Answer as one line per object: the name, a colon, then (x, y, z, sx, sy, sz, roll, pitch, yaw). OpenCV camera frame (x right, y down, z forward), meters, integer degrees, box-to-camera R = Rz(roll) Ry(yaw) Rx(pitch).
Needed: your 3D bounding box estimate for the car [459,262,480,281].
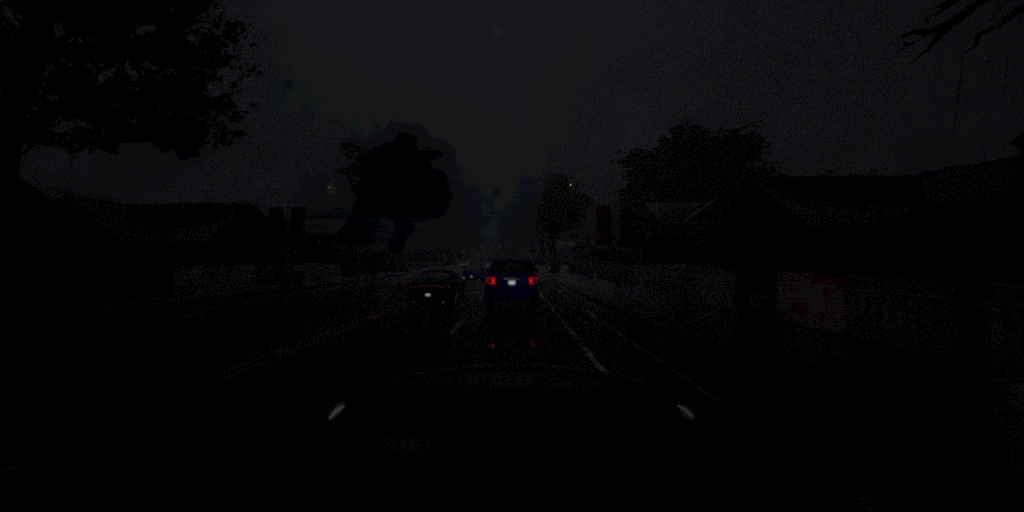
car: (-3.240, 1.505, 31.331, 1.882, 1.535, 5.008, 0, 0, 0)

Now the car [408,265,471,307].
car: (-3.242, 1.365, 16.321, 1.882, 1.535, 5.008, 0, 0, 0)

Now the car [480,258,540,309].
car: (0.002, 1.099, 15.863, 2.150, 2.045, 5.566, 0, 0, 0)
